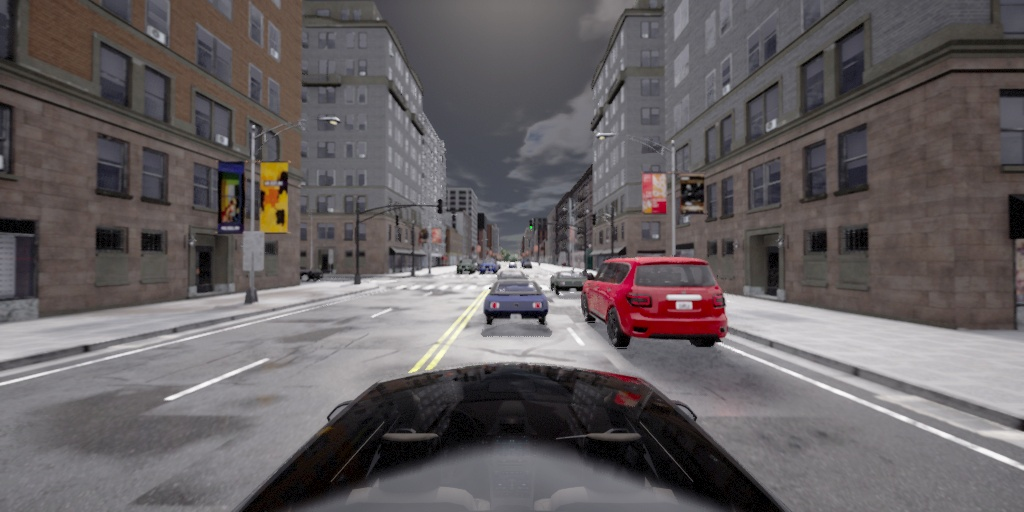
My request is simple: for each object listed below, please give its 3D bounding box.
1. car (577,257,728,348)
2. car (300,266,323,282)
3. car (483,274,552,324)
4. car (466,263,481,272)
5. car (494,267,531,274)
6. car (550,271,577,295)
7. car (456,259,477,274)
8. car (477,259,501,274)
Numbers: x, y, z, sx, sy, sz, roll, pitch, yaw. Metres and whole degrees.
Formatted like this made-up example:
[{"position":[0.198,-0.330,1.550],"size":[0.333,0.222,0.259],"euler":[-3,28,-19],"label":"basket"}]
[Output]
[{"position":[3.357,1.055,9.594],"size":[2.150,2.045,5.566],"euler":[0,0,1],"label":"car"},{"position":[-19.802,1.523,32.524],"size":[5.008,1.535,1.882],"euler":[0,-1,1],"label":"car"},{"position":[0.120,1.461,12.420],"size":[1.895,1.301,4.718],"euler":[0,-1,0],"label":"car"},{"position":[-6.458,1.927,60.207],"size":[1.994,1.385,4.181],"euler":[0,-1,0],"label":"car"},{"position":[-0.079,1.577,23.434],"size":[1.895,1.301,4.718],"euler":[0,-1,-3],"label":"car"},{"position":[3.367,1.559,21.677],"size":[1.895,1.301,4.718],"euler":[0,-1,1],"label":"car"},{"position":[-6.492,1.487,50.805],"size":[2.150,2.045,5.566],"euler":[0,-1,0],"label":"car"},{"position":[-3.217,1.484,50.511],"size":[2.150,2.045,5.566],"euler":[0,-1,2],"label":"car"}]
